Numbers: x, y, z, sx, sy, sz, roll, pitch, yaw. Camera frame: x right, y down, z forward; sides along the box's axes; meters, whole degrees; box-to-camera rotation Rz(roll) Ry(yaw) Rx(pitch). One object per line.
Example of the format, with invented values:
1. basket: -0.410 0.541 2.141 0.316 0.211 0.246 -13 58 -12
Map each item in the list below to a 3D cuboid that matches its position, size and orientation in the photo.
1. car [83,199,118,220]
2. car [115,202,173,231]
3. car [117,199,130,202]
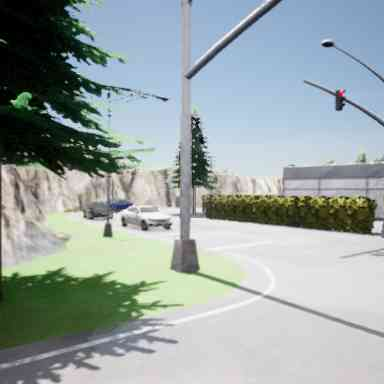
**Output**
1. car: -8.238 1.571 29.086 1.837 1.490 4.892 0 0 -28
2. car: -3.047 1.594 21.504 1.812 1.442 4.674 1 0 -36
3. car: -8.866 1.582 39.330 1.882 1.535 5.008 0 0 27
